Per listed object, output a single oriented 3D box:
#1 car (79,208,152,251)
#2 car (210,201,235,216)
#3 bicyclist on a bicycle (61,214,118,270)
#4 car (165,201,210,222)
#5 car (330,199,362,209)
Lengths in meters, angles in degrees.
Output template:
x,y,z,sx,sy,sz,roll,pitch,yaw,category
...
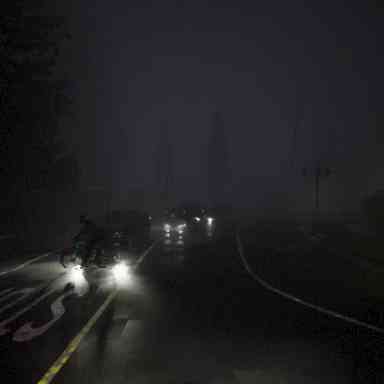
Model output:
x,y,z,sx,sy,sz,roll,pitch,yaw,category
-3.093,1.480,14.325,1.882,1.535,5.008,0,0,6,car
2.407,1.551,32.438,2.033,1.411,5.357,0,0,31,car
-2.963,1.456,9.550,1.656,1.620,0.582,-2,0,0,bicyclist on a bicycle
-0.529,1.497,26.705,2.128,1.511,4.902,0,0,21,car
20.892,1.599,44.875,4.718,1.301,1.895,0,0,-28,car
